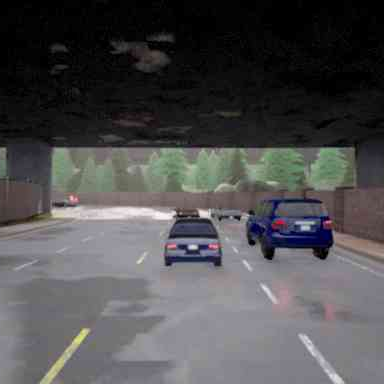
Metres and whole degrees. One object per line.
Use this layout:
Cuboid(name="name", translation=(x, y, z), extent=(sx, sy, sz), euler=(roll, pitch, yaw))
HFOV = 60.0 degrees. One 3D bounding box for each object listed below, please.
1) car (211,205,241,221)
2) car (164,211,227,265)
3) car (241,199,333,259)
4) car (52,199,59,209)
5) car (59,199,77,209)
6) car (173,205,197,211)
Cuboid(name="car", translation=(2.885, 1.784, 29.153), extent=(1.895, 1.301, 4.718), euler=(0, 0, -8))
Cuboid(name="car", translation=(0.047, 1.623, 11.911), extent=(2.033, 1.411, 5.357), euler=(0, 0, 1))
Cuboid(name="car", translation=(3.561, 1.295, 13.121), extent=(2.150, 2.045, 5.566), euler=(0, -2, 0))
Cuboid(name="car", translation=(-22.459, 1.657, 49.102), extent=(4.553, 1.767, 2.097), euler=(0, 0, 27))
Cuboid(name="car", translation=(-20.090, 1.801, 51.812), extent=(5.008, 1.535, 1.882), euler=(0, -1, 28))
Cuboid(name="car", translation=(-0.631, 1.784, 29.159), extent=(1.895, 1.301, 4.718), euler=(0, 0, -8))
